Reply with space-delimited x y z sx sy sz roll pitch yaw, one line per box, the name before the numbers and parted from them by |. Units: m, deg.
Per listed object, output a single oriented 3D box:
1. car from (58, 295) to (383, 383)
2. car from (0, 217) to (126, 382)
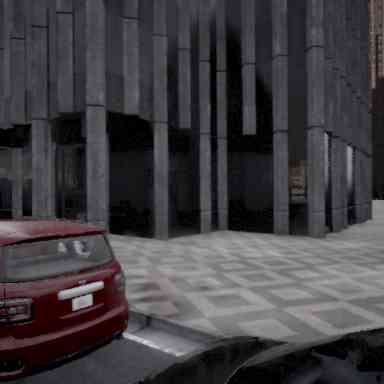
car | 1.403 1.566 1.854 4.313 1.339 1.947 0 -1 36
car | -3.174 1.319 5.123 5.009 1.841 2.192 0 -1 36
